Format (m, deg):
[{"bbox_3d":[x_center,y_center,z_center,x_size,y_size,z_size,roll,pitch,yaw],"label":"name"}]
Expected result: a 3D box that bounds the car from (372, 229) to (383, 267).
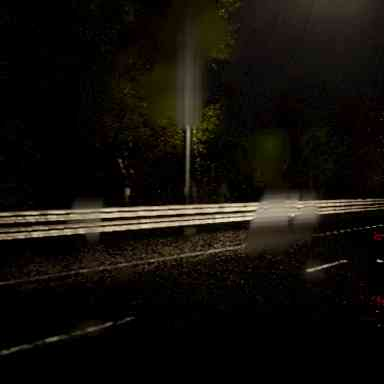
[{"bbox_3d":[7.165,1.383,9.808,5.008,1.535,1.882,0,1,-39],"label":"car"}]
